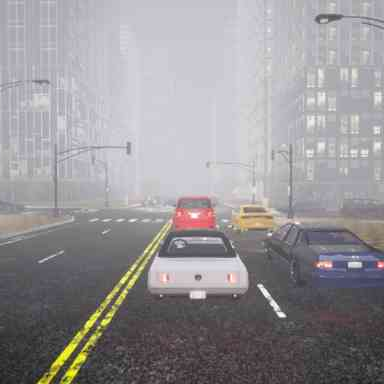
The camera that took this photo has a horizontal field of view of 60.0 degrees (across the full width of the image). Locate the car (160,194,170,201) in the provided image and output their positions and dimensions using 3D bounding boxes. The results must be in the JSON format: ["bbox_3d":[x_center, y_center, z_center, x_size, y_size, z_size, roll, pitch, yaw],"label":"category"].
[{"bbox_3d":[-6.422,1.282,80.617,2.097,1.767,4.553,0,0,0],"label":"car"}]

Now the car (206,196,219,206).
[{"bbox_3d":[3.361,1.438,54.739,1.882,1.535,5.008,0,0,0],"label":"car"}]

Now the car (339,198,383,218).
[{"bbox_3d":[16.231,1.519,30.762,5.009,1.841,2.192,1,0,1],"label":"car"}]

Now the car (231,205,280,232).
[{"bbox_3d":[3.372,1.468,19.175,1.882,1.535,5.008,0,0,1],"label":"car"}]

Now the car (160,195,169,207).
[{"bbox_3d":[-3.289,1.529,51.177,1.994,1.385,4.181,0,0,0],"label":"car"}]

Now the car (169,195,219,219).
[{"bbox_3d":[0.117,1.212,18.088,2.150,2.045,5.566,0,0,0],"label":"car"}]

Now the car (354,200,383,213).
[{"bbox_3d":[21.848,1.642,39.043,4.829,1.417,1.752,1,0,1],"label":"car"}]

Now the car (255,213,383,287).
[{"bbox_3d":[3.364,1.543,9.356,2.033,1.411,5.357,0,0,0],"label":"car"}]

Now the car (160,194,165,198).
[{"bbox_3d":[-6.495,1.432,60.417,1.882,1.535,5.008,0,0,-1],"label":"car"}]

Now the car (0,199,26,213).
[{"bbox_3d":[-19.360,1.407,33.970,4.181,1.385,1.994,1,1,1],"label":"car"}]

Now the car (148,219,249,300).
[{"bbox_3d":[0.110,1.597,8.329,1.895,1.301,4.718,0,0,0],"label":"car"}]

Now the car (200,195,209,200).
[{"bbox_3d":[3.337,1.452,89.899,2.033,1.411,5.357,0,0,0],"label":"car"}]

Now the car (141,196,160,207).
[{"bbox_3d":[-6.545,1.457,50.744,2.128,1.511,4.902,0,0,0],"label":"car"}]

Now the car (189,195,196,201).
[{"bbox_3d":[0.080,1.449,82.183,1.812,1.442,4.674,0,0,0],"label":"car"}]

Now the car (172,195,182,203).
[{"bbox_3d":[-3.181,1.465,71.526,2.128,1.511,4.902,0,0,0],"label":"car"}]

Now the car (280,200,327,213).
[{"bbox_3d":[11.885,1.620,36.558,5.357,1.411,2.033,0,1,0],"label":"car"}]
